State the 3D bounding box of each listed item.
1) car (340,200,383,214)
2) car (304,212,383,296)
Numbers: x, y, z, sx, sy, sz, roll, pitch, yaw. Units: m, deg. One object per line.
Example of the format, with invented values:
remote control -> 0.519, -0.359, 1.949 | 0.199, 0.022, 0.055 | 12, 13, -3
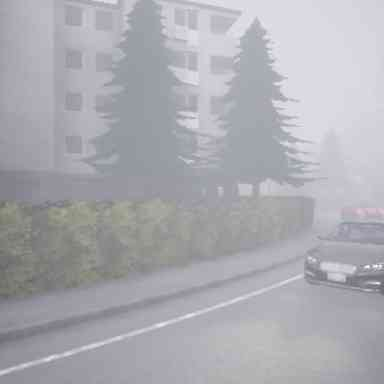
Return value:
car -> 13.266, 1.467, 25.994 | 2.097, 1.767, 4.553 | 0, 0, 7
car -> 4.630, 1.526, 8.822 | 2.128, 1.511, 4.902 | -1, -1, 41
